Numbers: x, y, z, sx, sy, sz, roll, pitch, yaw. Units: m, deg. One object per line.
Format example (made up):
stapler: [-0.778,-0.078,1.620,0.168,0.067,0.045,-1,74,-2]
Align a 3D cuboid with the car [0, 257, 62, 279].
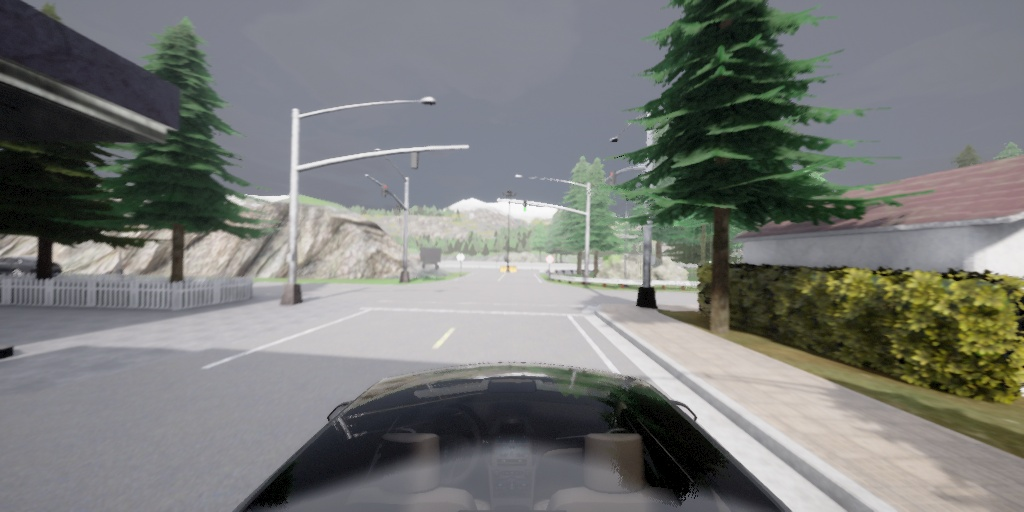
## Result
car: [-33.666,0.763,24.355,4.892,1.490,1.837,1,0,2]
